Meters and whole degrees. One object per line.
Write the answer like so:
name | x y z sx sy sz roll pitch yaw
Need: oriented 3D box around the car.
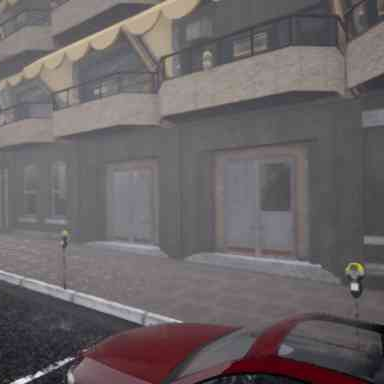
car | 0.801 1.582 2.317 4.206 1.307 1.802 0 -1 36
